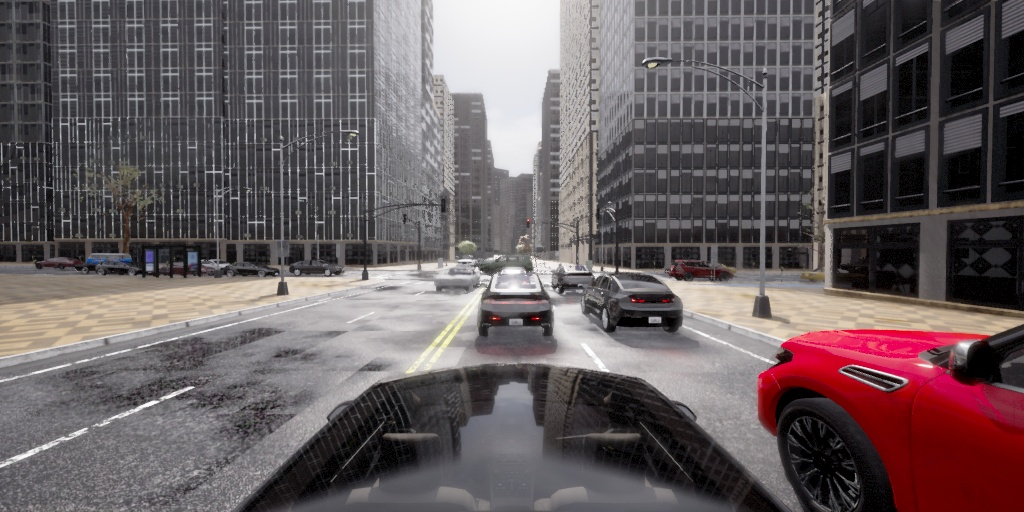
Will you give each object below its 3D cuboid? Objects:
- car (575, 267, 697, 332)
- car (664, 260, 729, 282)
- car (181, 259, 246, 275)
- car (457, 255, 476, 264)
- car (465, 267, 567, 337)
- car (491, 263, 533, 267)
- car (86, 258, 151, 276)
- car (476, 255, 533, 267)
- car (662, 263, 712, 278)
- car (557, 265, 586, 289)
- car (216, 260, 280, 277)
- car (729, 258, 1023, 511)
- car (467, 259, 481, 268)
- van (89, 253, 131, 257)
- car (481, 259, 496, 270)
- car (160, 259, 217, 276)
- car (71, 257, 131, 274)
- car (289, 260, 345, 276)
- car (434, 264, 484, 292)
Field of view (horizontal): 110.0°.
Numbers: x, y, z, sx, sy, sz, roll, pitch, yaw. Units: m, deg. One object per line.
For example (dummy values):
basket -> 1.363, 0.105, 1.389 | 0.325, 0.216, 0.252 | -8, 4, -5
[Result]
car -> 3.340, 1.251, 10.798 | 1.837, 1.490, 4.892 | 0, 0, 0
car -> 16.165, 1.269, 30.904 | 5.009, 1.841, 2.192 | 0, 0, 1
car -> -28.393, 1.038, 34.210 | 4.674, 1.442, 1.812 | 1, 1, 1
car -> -6.638, 0.935, 52.526 | 2.150, 2.045, 5.566 | 0, 0, 0
car -> 0.091, 1.238, 10.303 | 2.128, 1.511, 4.902 | 0, 0, 0
car -> 0.083, 1.288, 20.038 | 2.033, 1.411, 5.357 | 0, 0, 0
car -> -34.125, 1.069, 31.690 | 4.313, 1.339, 1.948 | 0, 0, 1
car -> -0.572, 0.933, 36.917 | 5.566, 2.045, 2.150 | 0, 1, 1
car -> 17.815, 1.438, 36.653 | 4.181, 1.385, 1.994 | 0, 1, 1
car -> 3.333, 1.232, 20.046 | 2.128, 1.511, 4.902 | 0, 0, 0
car -> -22.760, 1.173, 31.394 | 4.313, 1.339, 1.948 | 0, 0, 1
car -> 3.348, 0.972, 0.934 | 2.150, 2.045, 5.566 | 0, 0, 0
car -> -6.625, 1.266, 62.566 | 1.994, 1.385, 4.181 | 0, 0, 0
van -> -45.325, 0.604, 40.339 | 3.998, 1.789, 1.690 | 0, 0, 1
car -> -3.388, 1.192, 52.077 | 1.882, 1.535, 5.008 | 0, 0, 0
car -> -28.445, 1.138, 31.522 | 4.207, 1.307, 1.802 | 0, 0, 1
car -> -38.615, 1.020, 34.416 | 4.718, 1.301, 1.895 | 1, 1, 1
car -> -18.439, 1.108, 34.000 | 4.892, 1.490, 1.837 | 1, 1, 2
car -> -3.084, 1.340, 20.963 | 1.895, 1.301, 4.718 | 0, 0, 3
